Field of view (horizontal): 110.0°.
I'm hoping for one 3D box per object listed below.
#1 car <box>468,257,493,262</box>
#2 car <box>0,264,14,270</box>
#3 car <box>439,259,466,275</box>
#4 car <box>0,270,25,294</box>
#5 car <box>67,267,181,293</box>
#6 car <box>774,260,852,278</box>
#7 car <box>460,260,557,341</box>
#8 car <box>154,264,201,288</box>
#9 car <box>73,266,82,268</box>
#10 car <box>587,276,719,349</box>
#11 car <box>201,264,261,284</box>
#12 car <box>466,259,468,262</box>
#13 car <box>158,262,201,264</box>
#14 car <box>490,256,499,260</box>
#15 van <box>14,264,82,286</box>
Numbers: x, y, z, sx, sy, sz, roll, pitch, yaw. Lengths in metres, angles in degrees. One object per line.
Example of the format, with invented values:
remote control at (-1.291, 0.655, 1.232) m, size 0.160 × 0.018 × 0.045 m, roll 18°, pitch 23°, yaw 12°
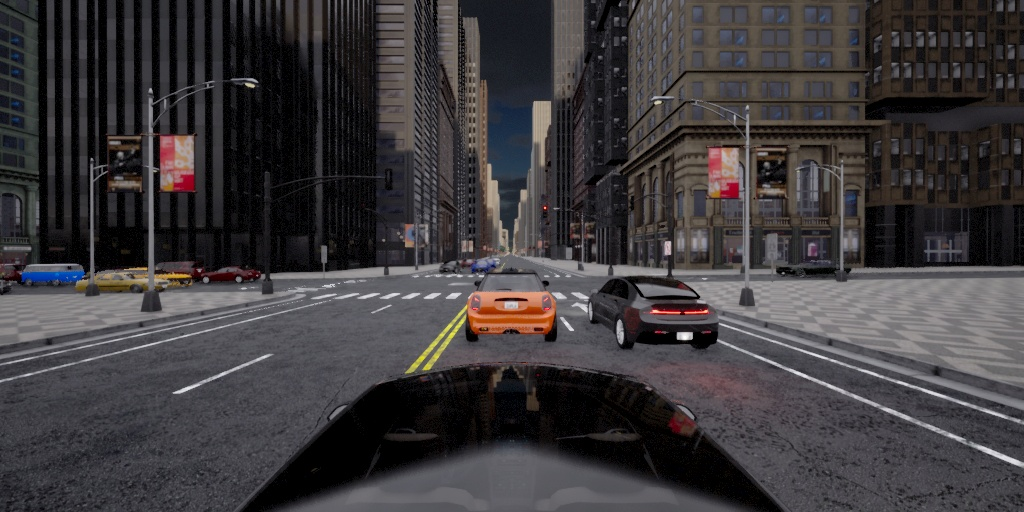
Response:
car at (-3.447, 1.214, 40.258) m, size 1.882 × 1.535 × 5.008 m, roll 0°, pitch 0°, yaw 0°
car at (-44.394, 1.625, 30.727) m, size 5.009 × 1.841 × 2.192 m, roll 0°, pitch 0°, yaw 0°
car at (-6.777, 1.241, 39.927) m, size 1.837 × 1.490 × 4.892 m, roll 0°, pitch 0°, yaw 2°
car at (-33.825, 1.753, 22.180) m, size 4.403 × 1.370 × 2.007 m, roll 0°, pitch 0°, yaw 0°
car at (-23.883, 1.595, 22.183) m, size 4.829 × 1.417 × 1.751 m, roll 0°, pitch 0°, yaw 0°
car at (23.466, 1.003, 28.094) m, size 4.718 × 1.301 × 1.895 m, roll -1°, pitch 0°, yaw 0°
car at (-0.008, 1.101, 10.003) m, size 2.097 × 1.767 × 4.553 m, roll 0°, pitch 0°, yaw 0°
car at (-25.091, 1.550, 24.843) m, size 5.008 × 1.535 × 1.882 m, roll -1°, pitch 0°, yaw 0°
car at (-34.220, 1.754, 30.719) m, size 4.207 × 1.307 × 1.802 m, roll 0°, pitch 0°, yaw 0°
car at (3.234, 1.254, 9.143) m, size 1.837 × 1.490 × 4.892 m, roll 0°, pitch 0°, yaw 0°
car at (-24.046, 1.579, 30.711) m, size 4.507 × 1.381 × 1.888 m, roll 0°, pitch 0°, yaw 0°
car at (-6.727, 1.201, 55.058) m, size 1.882 × 1.535 × 5.008 m, roll 0°, pitch 0°, yaw 0°
car at (-29.133, 1.418, 30.715) m, size 5.009 × 1.841 × 2.192 m, roll 0°, pitch 0°, yaw 0°
car at (-3.479, 1.202, 55.213) m, size 1.882 × 1.535 × 5.008 m, roll 0°, pitch 1°, yaw 0°
van at (-39.307, 1.582, 30.723) m, size 3.998 × 1.789 × 1.690 m, roll 0°, pitch 0°, yaw 0°
